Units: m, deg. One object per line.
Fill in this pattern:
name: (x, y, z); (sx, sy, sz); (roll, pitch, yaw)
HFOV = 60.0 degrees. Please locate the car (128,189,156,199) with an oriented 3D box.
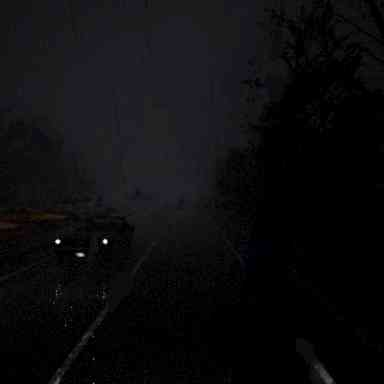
car: (-10.351, 0.832, 69.286); (4.553, 1.767, 2.185); (0, 0, 0)

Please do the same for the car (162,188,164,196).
car: (-10.231, 0.604, 86.005); (4.553, 1.767, 2.185); (0, 1, 0)

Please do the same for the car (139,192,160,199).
car: (-10.253, 0.878, 80.428); (4.792, 1.488, 2.163); (0, 1, 0)

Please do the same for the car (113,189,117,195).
car: (-23.327, 0.657, 88.789); (4.892, 1.521, 2.231); (0, 1, 0)

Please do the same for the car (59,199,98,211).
car: (-10.361, 1.539, 25.575); (5.366, 1.575, 1.946); (0, 0, 0)

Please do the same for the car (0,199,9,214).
car: (-23.221, 1.601, 36.584); (5.008, 1.535, 2.097); (0, 0, 0)

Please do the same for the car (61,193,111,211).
car: (-10.196, 1.306, 28.352); (5.566, 2.045, 2.435); (0, 0, 0)

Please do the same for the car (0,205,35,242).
car: (-10.019, 1.479, 14.349); (5.366, 1.575, 1.946); (0, 0, 0)

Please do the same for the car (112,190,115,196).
car: (-23.338, 0.731, 85.872); (5.008, 1.535, 2.097); (0, 1, 0)

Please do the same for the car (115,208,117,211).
car: (-10.124, 1.618, 33.903); (4.792, 1.488, 2.163); (0, 0, 0)

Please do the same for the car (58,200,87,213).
car: (-10.189, 1.528, 22.798); (4.892, 1.521, 2.231); (0, 0, 0)

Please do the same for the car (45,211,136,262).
car: (-3.368, 1.588, 12.265); (1.895, 1.301, 4.718); (0, 0, 0)

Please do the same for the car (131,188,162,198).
car: (-10.329, 0.671, 74.857); (5.566, 2.045, 2.435); (0, 1, 0)

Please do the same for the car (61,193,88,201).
car: (-23.413, 1.001, 66.352); (4.674, 1.452, 2.002); (0, 0, 0)

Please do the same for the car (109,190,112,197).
car: (-23.347, 0.794, 83.083); (5.008, 1.535, 2.097); (0, 1, 0)

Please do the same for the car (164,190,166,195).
car: (-10.224, 0.687, 88.796); (4.792, 1.488, 2.163); (0, 2, 0)

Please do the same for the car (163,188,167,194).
car: (-10.265, 0.362, 94.364); (4.553, 1.767, 2.185); (0, 2, 0)

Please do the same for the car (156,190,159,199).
car: (-10.305, 0.944, 72.066); (5.008, 1.535, 2.097); (0, 1, 0)

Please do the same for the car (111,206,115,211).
car: (-10.166, 1.573, 31.127); (5.008, 1.535, 2.097); (0, 0, 0)

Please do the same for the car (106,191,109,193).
car: (-23.333, 0.878, 80.292); (4.792, 1.488, 2.163); (0, 1, 0)

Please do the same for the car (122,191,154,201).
car: (-10.310, 0.998, 63.717); (4.792, 1.488, 2.163); (0, 0, 0)

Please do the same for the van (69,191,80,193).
van: (-23.293, 0.742, 63.678); (4.442, 1.987, 1.878); (1, 0, 0)

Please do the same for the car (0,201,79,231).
car: (-10.004, 1.508, 20.022); (5.366, 1.575, 1.946); (0, 0, 0)
